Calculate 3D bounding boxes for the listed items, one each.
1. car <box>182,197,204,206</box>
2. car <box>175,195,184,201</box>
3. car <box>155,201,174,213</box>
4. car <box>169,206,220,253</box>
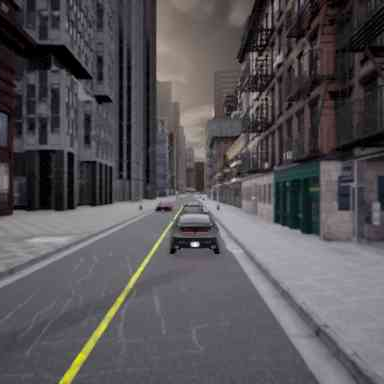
[{"bbox_3d":[0.105,1.551,31.014,2.128,1.511,4.902,0,0,0],"label":"car"},{"bbox_3d":[-2.986,1.390,78.660,1.994,1.385,4.181,0,0,0],"label":"car"},{"bbox_3d":[-3.089,1.682,37.868,1.895,1.301,4.718,0,0,0],"label":"car"},{"bbox_3d":[0.103,1.525,13.703,1.837,1.490,4.892,0,0,0],"label":"car"}]
